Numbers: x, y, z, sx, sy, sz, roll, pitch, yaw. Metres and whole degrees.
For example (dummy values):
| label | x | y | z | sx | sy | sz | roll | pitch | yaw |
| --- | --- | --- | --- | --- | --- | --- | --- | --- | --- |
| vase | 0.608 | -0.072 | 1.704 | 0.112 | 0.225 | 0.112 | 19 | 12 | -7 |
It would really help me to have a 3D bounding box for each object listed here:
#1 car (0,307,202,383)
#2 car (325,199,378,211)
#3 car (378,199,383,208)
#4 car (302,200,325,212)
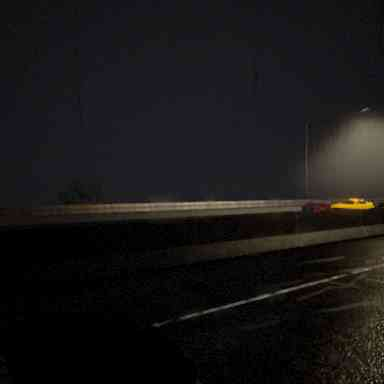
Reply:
| label | x | y | z | sx | sy | sz | roll | pitch | yaw |
| --- | --- | --- | --- | --- | --- | --- | --- | --- | --- |
| car | -2.208 | 1.603 | 2.165 | 4.718 | 1.301 | 1.895 | 0 | 0 | -35 |
| car | 15.229 | 1.425 | 31.655 | 5.008 | 1.535 | 1.882 | 0 | 0 | -34 |
| car | 18.840 | 1.170 | 29.888 | 5.566 | 2.045 | 2.150 | 0 | 0 | -34 |
| car | 13.366 | 1.511 | 34.618 | 4.181 | 1.385 | 1.994 | 0 | 0 | -34 |
